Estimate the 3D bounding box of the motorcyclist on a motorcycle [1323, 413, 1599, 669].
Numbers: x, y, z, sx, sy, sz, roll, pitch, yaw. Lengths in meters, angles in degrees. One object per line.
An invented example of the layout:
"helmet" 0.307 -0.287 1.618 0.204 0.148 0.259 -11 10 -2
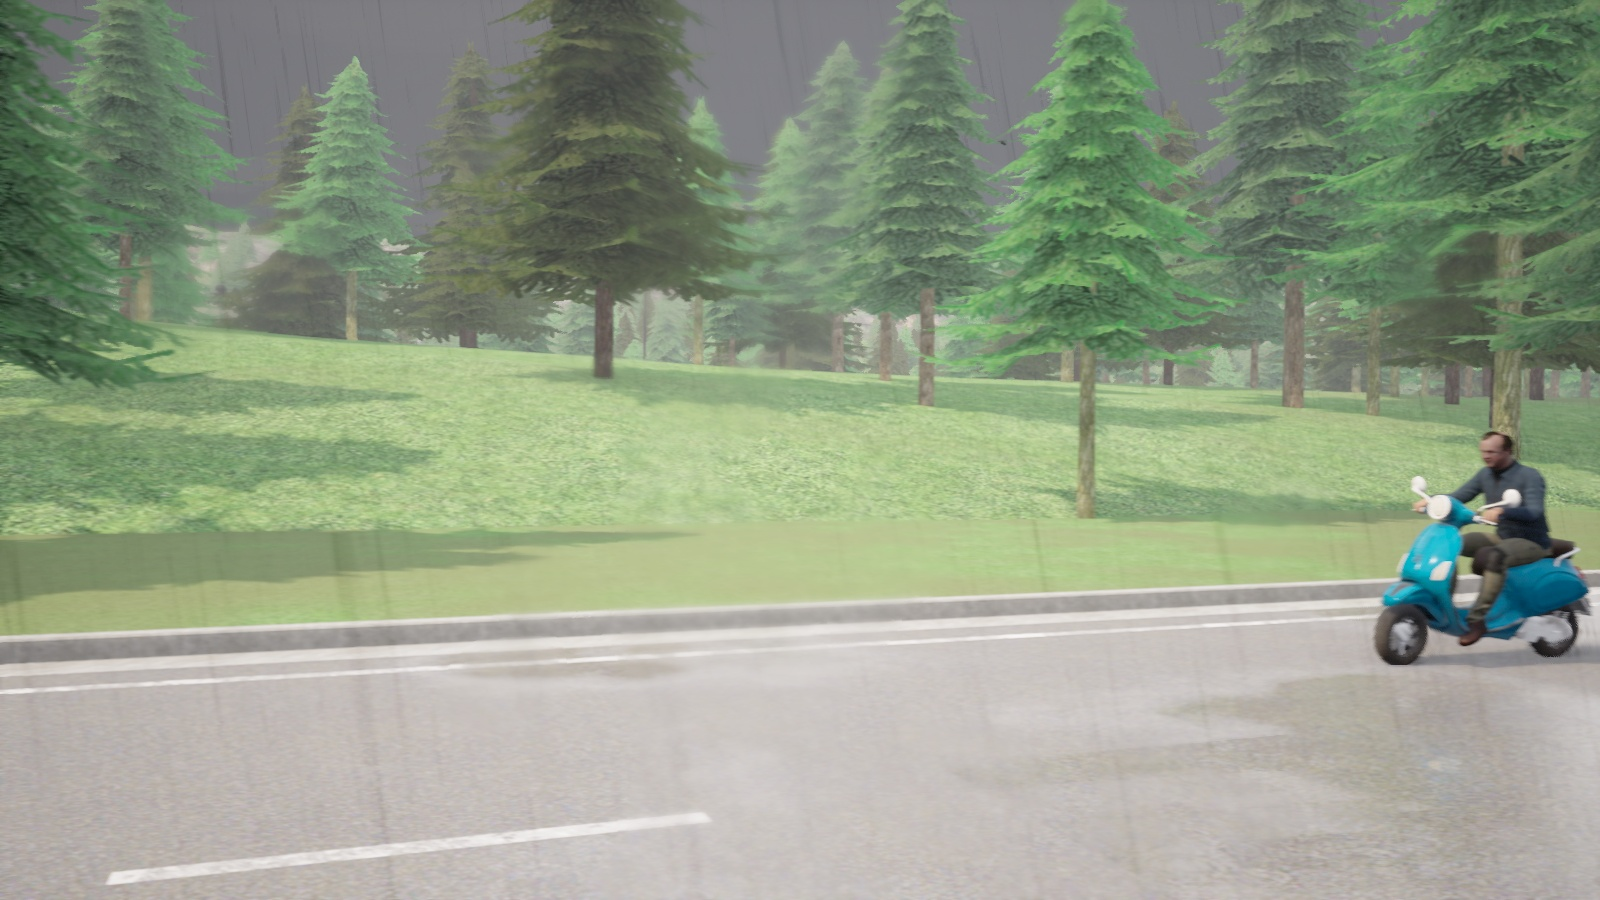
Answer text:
"motorcyclist on a motorcycle" 4.676 0.560 8.627 1.817 1.590 0.866 -1 4 -17
